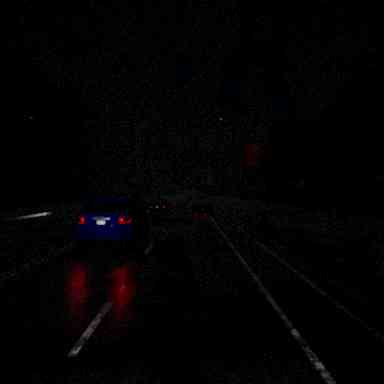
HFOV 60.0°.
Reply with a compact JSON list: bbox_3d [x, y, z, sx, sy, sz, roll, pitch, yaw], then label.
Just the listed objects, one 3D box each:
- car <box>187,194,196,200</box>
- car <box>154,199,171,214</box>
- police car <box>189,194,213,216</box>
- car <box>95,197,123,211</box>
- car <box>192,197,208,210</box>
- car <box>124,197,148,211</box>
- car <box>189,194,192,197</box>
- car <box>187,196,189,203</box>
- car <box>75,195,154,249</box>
[{"bbox_3d":[-0.105,1.302,83.082,2.128,1.511,4.902,0,0,0],"label":"car"},{"bbox_3d":[-3.194,1.413,32.965,2.033,1.411,5.357,0,0,0],"label":"car"},{"bbox_3d":[0.935,1.296,31.344,1.930,1.638,5.238,0,0,0],"label":"police car"},{"bbox_3d":[-9.892,1.340,39.924,2.128,1.511,4.902,0,0,0],"label":"car"},{"bbox_3d":[0.923,1.372,41.235,1.812,1.442,4.674,0,0,0],"label":"car"},{"bbox_3d":[-6.641,1.338,40.101,2.128,1.511,4.902,0,0,0],"label":"car"},{"bbox_3d":[0.914,1.198,47.207,2.097,1.767,4.553,0,0,0],"label":"car"},{"bbox_3d":[-0.083,1.409,66.025,1.812,1.442,4.674,0,0,0],"label":"car"},{"bbox_3d":[-3.170,1.149,14.264,2.150,2.045,5.566,0,0,0],"label":"car"}]
